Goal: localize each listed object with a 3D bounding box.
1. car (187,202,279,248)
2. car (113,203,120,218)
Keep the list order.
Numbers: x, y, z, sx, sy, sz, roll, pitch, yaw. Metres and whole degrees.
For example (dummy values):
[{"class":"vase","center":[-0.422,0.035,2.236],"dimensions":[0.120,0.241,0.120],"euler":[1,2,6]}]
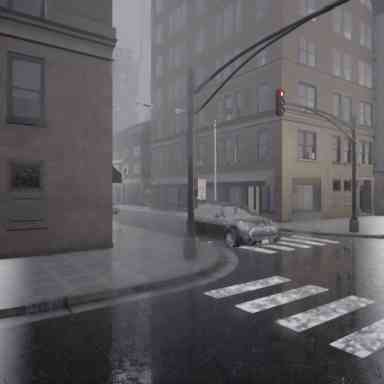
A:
[{"class":"car","center":[1.648,1.293,14.643],"dimensions":[2.097,1.767,4.553],"euler":[0,0,-32]},{"class":"car","center":[-7.722,1.344,28.153],"dimensions":[2.128,1.511,4.902],"euler":[0,0,-36]}]
